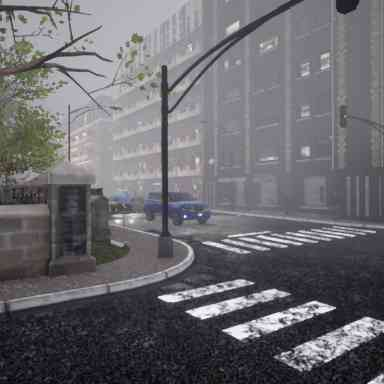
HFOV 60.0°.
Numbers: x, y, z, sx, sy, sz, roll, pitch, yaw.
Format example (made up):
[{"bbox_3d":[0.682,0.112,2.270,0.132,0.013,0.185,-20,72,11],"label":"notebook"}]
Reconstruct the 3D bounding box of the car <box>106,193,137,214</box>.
[{"bbox_3d":[-6.803,1.098,29.359,1.994,1.385,4.181,0,1,-36],"label":"car"}]

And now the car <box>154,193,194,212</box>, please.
[{"bbox_3d":[-1.821,0.950,32.377,1.967,1.590,4.097,1,1,-36],"label":"car"}]

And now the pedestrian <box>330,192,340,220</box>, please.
[{"bbox_3d":[9.454,0.902,21.945,0.375,1.860,0.375,1,-1,-36],"label":"pedestrian"}]

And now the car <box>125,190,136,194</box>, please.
[{"bbox_3d":[-5.083,0.727,36.831,2.192,1.841,5.009,1,1,-36],"label":"car"}]

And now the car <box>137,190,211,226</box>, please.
[{"bbox_3d":[-1.143,0.926,21.630,2.150,2.045,5.566,0,1,-36],"label":"car"}]

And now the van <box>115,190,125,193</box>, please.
[{"bbox_3d":[-8.348,0.655,41.285,1.690,1.788,3.998,1,1,-36],"label":"van"}]
